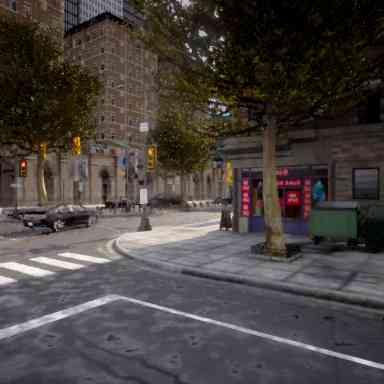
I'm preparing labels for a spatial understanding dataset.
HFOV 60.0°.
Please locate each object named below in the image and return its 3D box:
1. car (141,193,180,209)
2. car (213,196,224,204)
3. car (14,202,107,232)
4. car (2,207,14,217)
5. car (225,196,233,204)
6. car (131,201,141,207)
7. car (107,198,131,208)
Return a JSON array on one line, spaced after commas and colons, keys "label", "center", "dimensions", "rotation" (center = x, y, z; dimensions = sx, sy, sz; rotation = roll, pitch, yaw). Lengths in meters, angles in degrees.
[{"label": "car", "center": [-3.866, 1.221, 45.453], "dimensions": [2.150, 2.045, 5.566], "rotation": [0, 0, 36]}, {"label": "car", "center": [5.927, 1.531, 64.868], "dimensions": [1.812, 1.442, 4.674], "rotation": [0, 0, 36]}, {"label": "car", "center": [-7.684, 1.495, 20.039], "dimensions": [2.128, 1.511, 4.902], "rotation": [-1, -1, 22]}, {"label": "car", "center": [-14.657, 1.601, 30.477], "dimensions": [1.895, 1.301, 4.718], "rotation": [0, 0, 36]}, {"label": "car", "center": [8.642, 1.480, 62.653], "dimensions": [1.882, 1.535, 5.008], "rotation": [0, 0, 36]}, {"label": "car", "center": [-5.932, 1.547, 48.573], "dimensions": [2.033, 1.411, 5.357], "rotation": [0, 0, 36]}, {"label": "car", "center": [-10.277, 1.595, 47.932], "dimensions": [1.895, 1.301, 4.718], "rotation": [0, 0, 36]}]
